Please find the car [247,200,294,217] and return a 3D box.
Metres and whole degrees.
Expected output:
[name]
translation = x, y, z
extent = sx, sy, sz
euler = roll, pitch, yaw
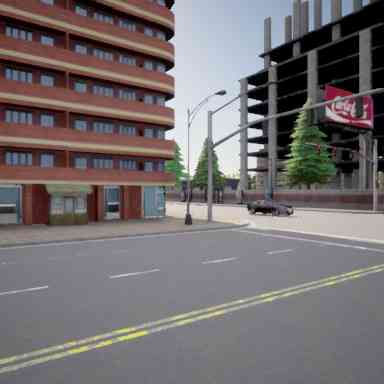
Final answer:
[car]
translation = 7.291, 1.491, 31.380
extent = 2.128, 1.511, 4.902
euler = 0, 0, -35
